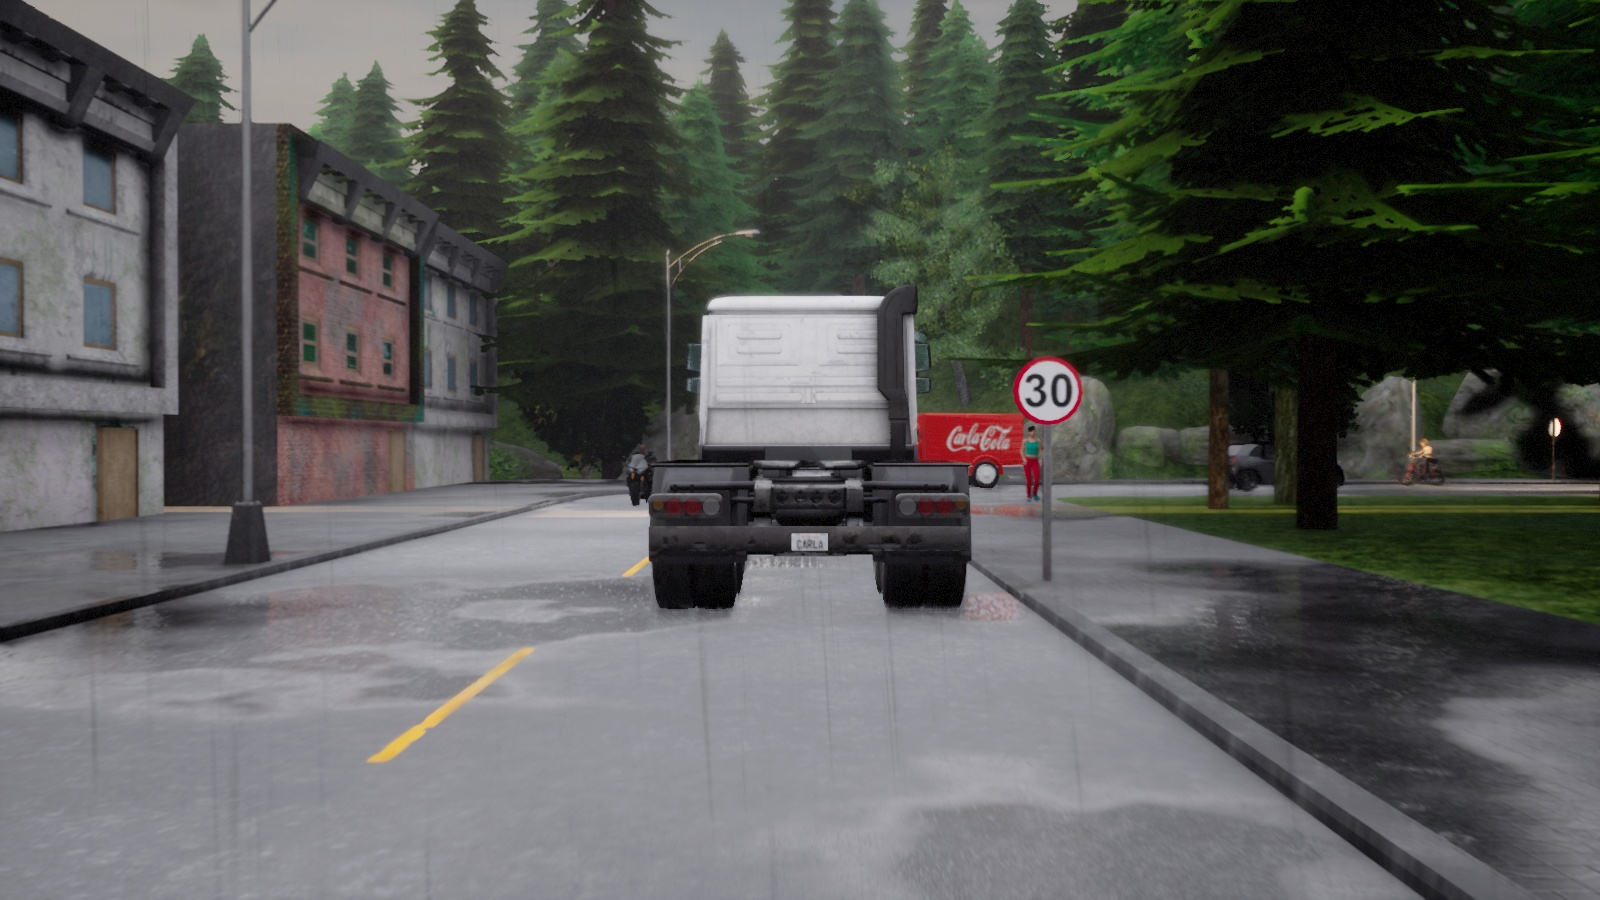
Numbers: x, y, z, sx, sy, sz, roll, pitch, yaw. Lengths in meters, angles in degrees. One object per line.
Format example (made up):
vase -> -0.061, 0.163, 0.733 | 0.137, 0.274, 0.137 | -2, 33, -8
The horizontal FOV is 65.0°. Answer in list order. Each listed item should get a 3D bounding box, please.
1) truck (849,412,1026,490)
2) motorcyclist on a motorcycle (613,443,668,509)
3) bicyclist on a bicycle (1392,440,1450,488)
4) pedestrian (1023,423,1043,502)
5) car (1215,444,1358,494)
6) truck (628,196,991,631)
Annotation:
truck -> 4.498, 0.029, 41.452 | 5.204, 2.467, 2.627 | 0, 0, -14
motorcyclist on a motorcycle -> -3.829, 0.606, 30.329 | 0.866, 1.530, 2.191 | 1, 0, 4
bicyclist on a bicycle -> 20.879, 0.460, 42.218 | 1.509, 1.612, 0.866 | 0, 0, 0
pedestrian -> 5.452, 0.294, 29.394 | 0.345, 1.836, 0.594 | 0, 0, -2
car -> 14.759, 0.555, 38.229 | 3.633, 1.501, 1.845 | 0, 0, 0
truck -> 0.096, -0.315, 13.982 | 2.891, 3.462, 7.936 | 0, 0, 0
